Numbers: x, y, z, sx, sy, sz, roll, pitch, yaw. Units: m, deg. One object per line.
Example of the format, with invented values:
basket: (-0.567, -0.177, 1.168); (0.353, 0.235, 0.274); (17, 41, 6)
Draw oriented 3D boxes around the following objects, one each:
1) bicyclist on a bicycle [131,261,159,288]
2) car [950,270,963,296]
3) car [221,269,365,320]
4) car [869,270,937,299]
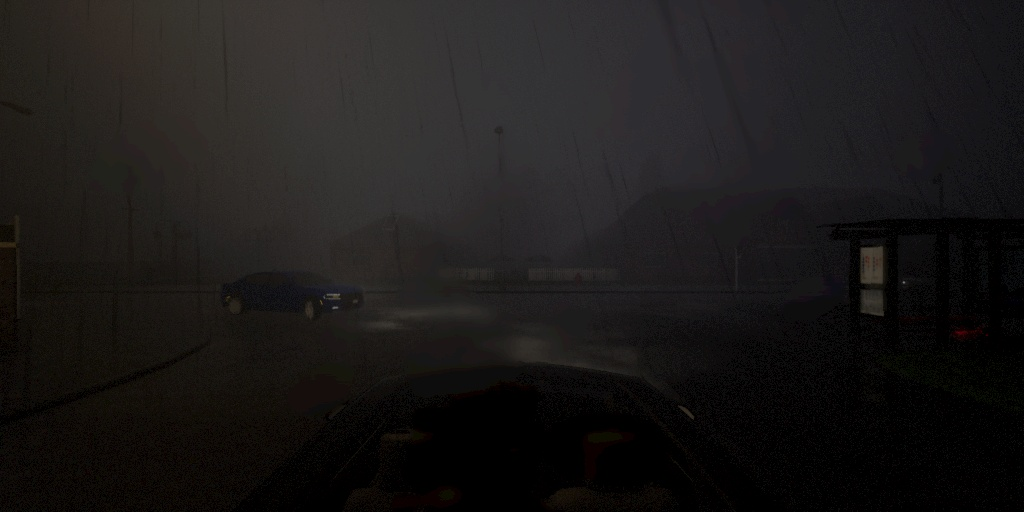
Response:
bicyclist on a bicycle: (-22.104, 1.099, 21.627); (0.582, 1.620, 1.656); (0, 0, 0)
car: (19.697, 1.255, 13.116); (4.892, 1.490, 1.837); (0, 0, 0)
car: (-7.555, 1.227, 12.455); (5.008, 1.535, 1.882); (0, -1, 15)
car: (20.338, 1.351, 17.314); (4.718, 1.301, 1.895); (0, 0, 0)
